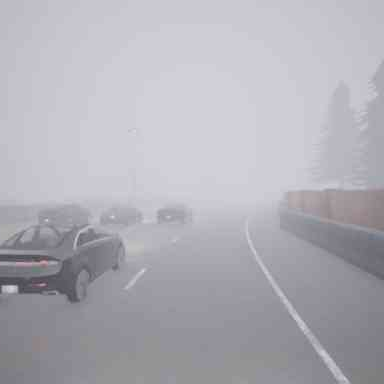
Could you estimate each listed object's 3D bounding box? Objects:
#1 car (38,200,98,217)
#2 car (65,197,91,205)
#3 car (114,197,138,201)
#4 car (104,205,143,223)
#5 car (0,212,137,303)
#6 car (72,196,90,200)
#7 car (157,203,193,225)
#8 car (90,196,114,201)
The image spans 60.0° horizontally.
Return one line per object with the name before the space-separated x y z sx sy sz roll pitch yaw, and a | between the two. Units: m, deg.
car | -8.513 1.508 22.784 1.837 1.490 4.892 0 0 8
car | -20.566 1.615 60.296 1.895 1.301 4.718 0 0 20
car | -10.614 1.590 56.892 2.033 1.411 5.357 0 0 21
car | -4.859 1.580 23.473 1.994 1.385 4.181 0 0 9
car | -3.050 1.493 8.240 2.128 1.511 4.902 0 0 3
car | -17.899 1.512 57.333 2.128 1.511 4.902 0 0 20
car | -1.152 1.507 24.447 1.882 1.535 5.008 0 0 10
car | -14.559 1.534 56.283 1.837 1.490 4.892 0 0 20
